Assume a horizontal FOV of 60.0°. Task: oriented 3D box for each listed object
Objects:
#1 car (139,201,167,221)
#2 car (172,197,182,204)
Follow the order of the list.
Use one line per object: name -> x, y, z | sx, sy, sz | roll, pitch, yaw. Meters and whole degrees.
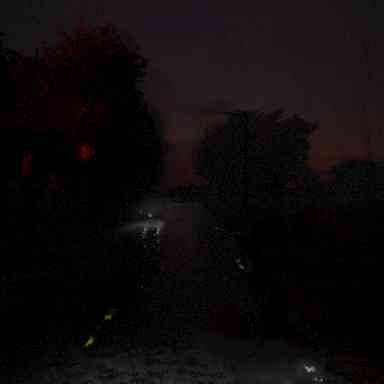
car -> -3.096, 1.494, 27.176 | 2.128, 1.511, 4.902 | 0, 0, 0
car -> -2.995, 1.715, 68.253 | 2.033, 1.411, 5.357 | 0, -1, 0
